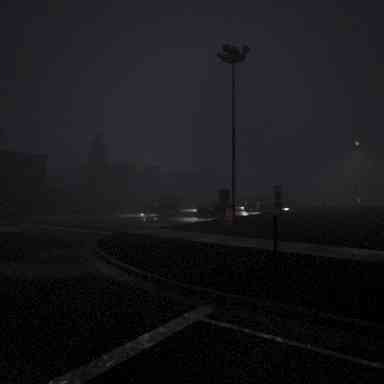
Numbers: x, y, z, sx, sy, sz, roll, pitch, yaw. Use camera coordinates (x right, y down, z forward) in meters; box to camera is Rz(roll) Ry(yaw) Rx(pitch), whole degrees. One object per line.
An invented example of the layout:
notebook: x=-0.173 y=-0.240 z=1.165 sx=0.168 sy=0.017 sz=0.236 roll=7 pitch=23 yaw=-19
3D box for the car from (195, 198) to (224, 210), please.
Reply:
car: x=2.383 y=1.564 z=43.892 sx=1.994 sy=1.385 sz=4.181 roll=0 pitch=0 yaw=35

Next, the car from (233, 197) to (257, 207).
car: x=8.381 y=1.505 z=52.436 sx=1.837 sy=1.490 sz=4.892 roll=0 pitch=0 yaw=35

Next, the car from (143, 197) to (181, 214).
car: x=-3.230 y=1.352 z=35.858 sx=2.097 sy=1.767 sz=4.553 roll=0 pitch=0 yaw=35

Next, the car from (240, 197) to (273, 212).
car: x=7.945 y=1.352 z=39.634 sx=2.097 sy=1.767 sz=4.553 roll=0 pitch=0 yaw=35

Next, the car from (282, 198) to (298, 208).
car: x=13.675 y=1.564 z=47.817 sx=1.994 sy=1.385 sz=4.181 roll=0 pitch=0 yaw=35

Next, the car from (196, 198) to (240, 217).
car: x=2.317 y=1.478 z=31.581 sx=1.882 sy=1.535 sz=5.008 roll=0 pitch=0 yaw=35
